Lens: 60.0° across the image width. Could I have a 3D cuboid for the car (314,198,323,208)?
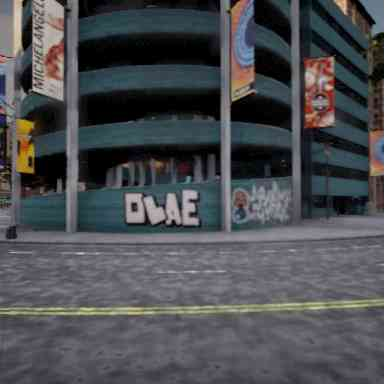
[{"bbox_3d":[19.115,1.983,49.848,2.435,2.045,5.566,-1,-2,44],"label":"car"}]
